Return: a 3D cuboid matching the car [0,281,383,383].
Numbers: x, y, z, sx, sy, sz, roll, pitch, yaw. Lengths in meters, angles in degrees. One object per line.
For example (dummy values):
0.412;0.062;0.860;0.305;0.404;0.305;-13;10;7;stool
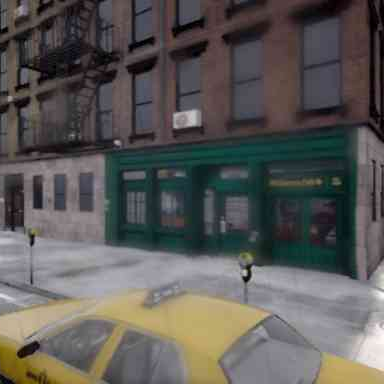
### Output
-0.460;1.535;3.140;4.829;1.417;1.752;0;0;36;car
